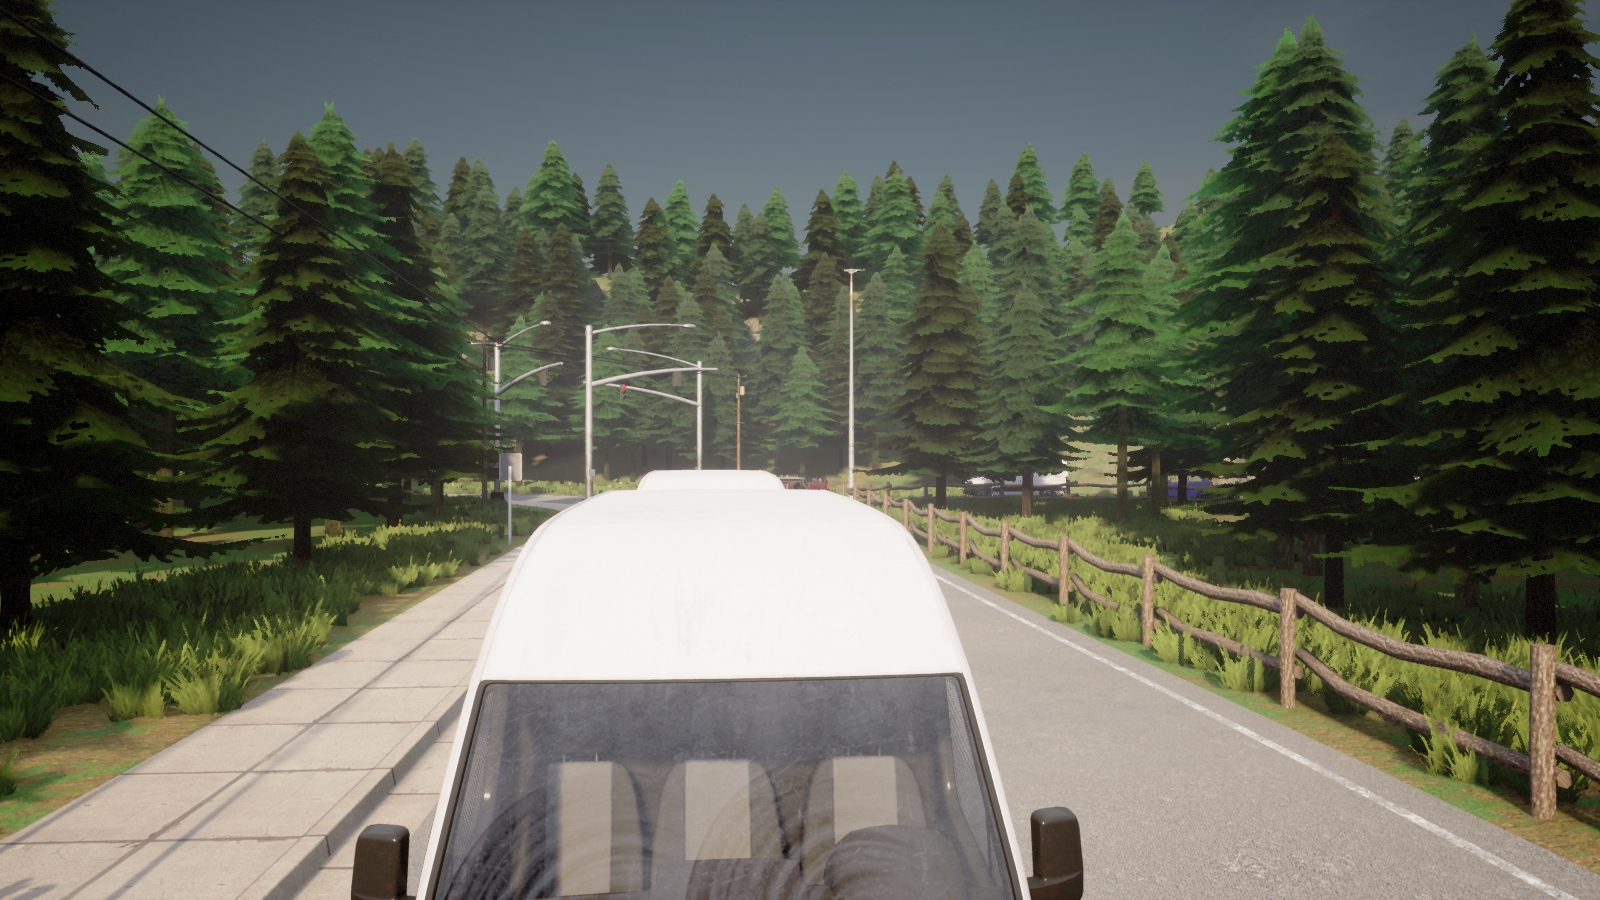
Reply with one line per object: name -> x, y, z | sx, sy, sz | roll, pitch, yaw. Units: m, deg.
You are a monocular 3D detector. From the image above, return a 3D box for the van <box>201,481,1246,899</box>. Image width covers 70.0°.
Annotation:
van -> -0.345, 1.499, 5.128 | 1.988, 2.561, 5.915 | 0, 0, -5

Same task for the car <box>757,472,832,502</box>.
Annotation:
car -> -0.284, 2.026, 62.465 | 3.705, 1.549, 1.789 | 0, 0, -23
